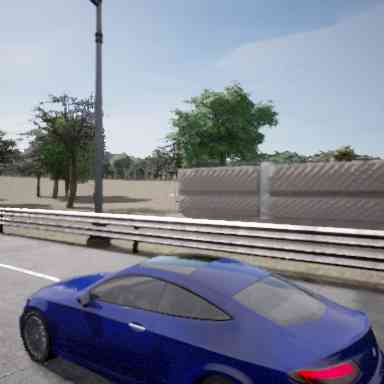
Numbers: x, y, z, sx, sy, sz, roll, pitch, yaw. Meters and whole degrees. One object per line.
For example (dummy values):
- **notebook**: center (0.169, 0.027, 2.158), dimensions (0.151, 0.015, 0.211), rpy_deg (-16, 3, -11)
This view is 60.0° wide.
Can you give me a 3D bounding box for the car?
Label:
- **car**: center (-0.270, 1.521, 4.185), dimensions (4.674, 1.442, 1.812), rpy_deg (0, 0, 35)
